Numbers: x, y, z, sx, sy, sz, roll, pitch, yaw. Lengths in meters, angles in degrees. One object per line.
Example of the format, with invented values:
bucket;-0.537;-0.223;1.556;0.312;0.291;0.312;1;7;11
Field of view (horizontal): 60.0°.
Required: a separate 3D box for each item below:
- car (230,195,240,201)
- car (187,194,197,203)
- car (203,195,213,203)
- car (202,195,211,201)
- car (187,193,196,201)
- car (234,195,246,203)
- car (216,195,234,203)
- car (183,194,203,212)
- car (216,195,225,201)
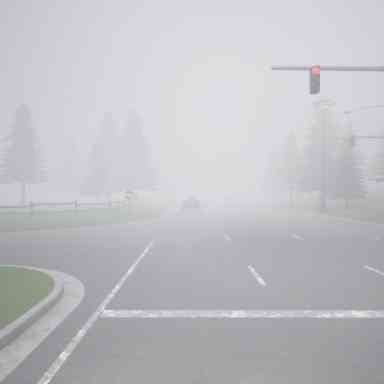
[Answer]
car;10.420;1.385;80.787;1.994;1.385;4.181;0;0;0
car;-0.070;1.348;70.743;2.097;1.767;4.553;0;0;0
car;3.430;1.545;70.777;1.994;1.385;4.181;0;0;0
car;3.420;1.428;80.810;1.895;1.301;4.718;0;0;0
car;-0.080;1.188;80.746;2.097;1.767;4.553;0;0;0
car;10.430;1.517;70.784;1.812;1.442;4.674;0;0;0
car;6.930;1.531;70.364;2.033;1.411;5.357;0;0;0
car;-0.039;1.352;39.706;2.097;1.767;4.553;0;0;0
car;6.920;1.385;80.783;1.994;1.385;4.181;0;0;0
